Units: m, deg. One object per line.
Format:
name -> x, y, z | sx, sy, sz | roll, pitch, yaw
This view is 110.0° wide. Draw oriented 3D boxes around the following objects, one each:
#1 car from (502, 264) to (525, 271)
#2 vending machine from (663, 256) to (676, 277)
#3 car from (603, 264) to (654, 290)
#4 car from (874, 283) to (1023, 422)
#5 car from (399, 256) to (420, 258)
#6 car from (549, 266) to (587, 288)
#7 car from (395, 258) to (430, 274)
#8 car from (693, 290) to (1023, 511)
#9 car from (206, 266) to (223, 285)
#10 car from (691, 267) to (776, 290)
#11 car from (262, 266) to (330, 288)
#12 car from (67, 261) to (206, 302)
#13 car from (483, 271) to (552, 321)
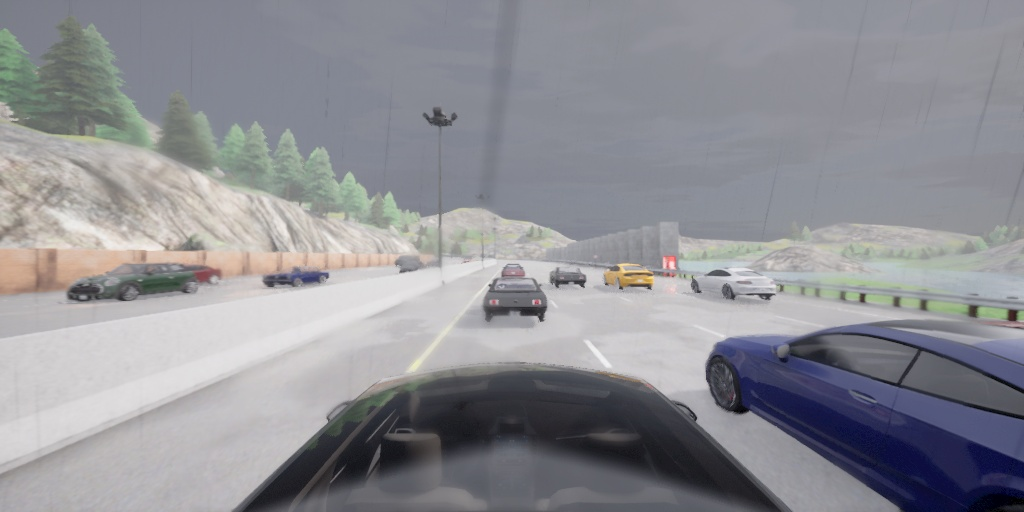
car -> 0.096, 1.315, 30.331 | 1.994, 1.385, 4.181 | 0, 0, 0
vending machine -> 15.494, 0.948, 35.316 | 1.100, 2.100, 0.880 | 0, 0, 0
car -> 7.097, 1.229, 22.320 | 1.882, 1.535, 5.008 | 0, 0, 0
car -> 7.100, 1.228, 3.587 | 1.882, 1.535, 5.008 | 0, 0, 0
car -> -17.338, 0.974, 61.997 | 2.150, 2.045, 5.566 | 0, 0, 2
car -> 3.598, 1.352, 23.948 | 1.895, 1.301, 4.718 | 0, 0, 0
car -> -10.604, 1.257, 38.630 | 1.837, 1.490, 4.892 | 0, 0, 0
car -> 3.600, 1.276, 3.067 | 1.812, 1.442, 4.674 | 0, 0, 0
car -> -21.104, 1.228, 22.886 | 1.882, 1.535, 5.008 | 0, 0, 0
car -> 10.598, 1.277, 17.454 | 1.812, 1.442, 4.674 | 0, 0, 0
car -> -14.103, 1.351, 23.682 | 1.895, 1.301, 4.718 | 0, 0, 0
car -> -17.603, 1.101, 16.962 | 2.097, 1.767, 4.553 | 0, 0, 0
car -> 0.099, 1.351, 12.422 | 1.895, 1.301, 4.718 | 0, 0, 0
